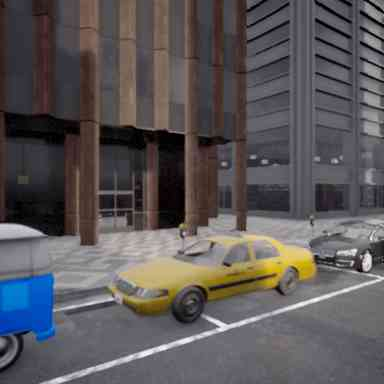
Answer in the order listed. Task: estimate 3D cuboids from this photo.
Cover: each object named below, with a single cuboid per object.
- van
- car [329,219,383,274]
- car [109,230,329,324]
[{"bbox_3d":[-3.750,1.339,3.970,3.998,1.788,1.690,0,0,-36],"label":"van"},{"bbox_3d":[5.408,1.571,10.544,4.403,1.369,2.008,0,0,-36],"label":"car"},{"bbox_3d":[0.691,1.534,7.158,4.829,1.417,1.752,0,0,-36],"label":"car"}]
